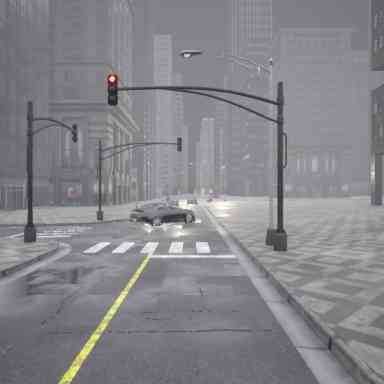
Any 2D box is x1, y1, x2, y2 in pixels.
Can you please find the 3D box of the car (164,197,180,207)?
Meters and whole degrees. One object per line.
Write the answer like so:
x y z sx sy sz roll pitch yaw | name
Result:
-3.056 1.499 51.380 2.128 1.511 4.902 0 0 0 | car

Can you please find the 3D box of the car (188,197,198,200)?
0.027 1.559 57.595 2.033 1.411 5.357 0 0 0 | car

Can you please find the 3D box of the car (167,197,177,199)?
-3.080 1.603 41.301 1.895 1.301 4.718 0 0 0 | car

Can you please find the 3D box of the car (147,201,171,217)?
-3.084 1.601 31.957 1.895 1.301 4.718 0 0 0 | car

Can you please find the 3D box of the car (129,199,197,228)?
-1.875 1.493 22.193 2.128 1.511 4.902 1 1 43 | car
